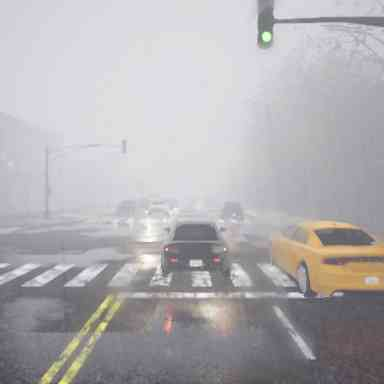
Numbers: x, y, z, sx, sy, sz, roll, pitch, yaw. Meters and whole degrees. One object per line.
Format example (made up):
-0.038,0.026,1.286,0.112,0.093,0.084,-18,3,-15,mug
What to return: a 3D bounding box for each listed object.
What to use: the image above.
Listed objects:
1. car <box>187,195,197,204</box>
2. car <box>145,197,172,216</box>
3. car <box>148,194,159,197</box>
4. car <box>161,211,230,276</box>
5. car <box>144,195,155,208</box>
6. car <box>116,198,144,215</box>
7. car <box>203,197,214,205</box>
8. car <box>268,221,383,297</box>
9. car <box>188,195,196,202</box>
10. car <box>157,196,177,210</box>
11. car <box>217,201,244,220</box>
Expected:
-0.015,1.707,64.324,1.895,1.301,4.718,0,0,0,car
-3.345,1.584,34.081,1.812,1.442,4.674,0,0,0,car
-6.512,1.314,55.759,2.150,2.045,5.566,0,0,0,car
0.096,1.544,10.269,1.812,1.442,4.674,0,0,0,car
-6.580,1.553,45.136,1.882,1.535,5.008,0,0,0,car
-6.595,1.537,34.756,1.882,1.535,5.008,0,0,0,car
3.235,1.653,63.879,2.033,1.411,5.357,0,0,0,car
3.347,1.494,8.663,1.882,1.535,5.008,0,0,0,car
-0.016,1.431,74.297,1.882,1.535,5.008,0,0,0,car
-3.340,1.600,44.130,1.812,1.442,4.674,0,0,1,car
3.345,1.555,28.936,1.837,1.490,4.892,0,0,0,car
